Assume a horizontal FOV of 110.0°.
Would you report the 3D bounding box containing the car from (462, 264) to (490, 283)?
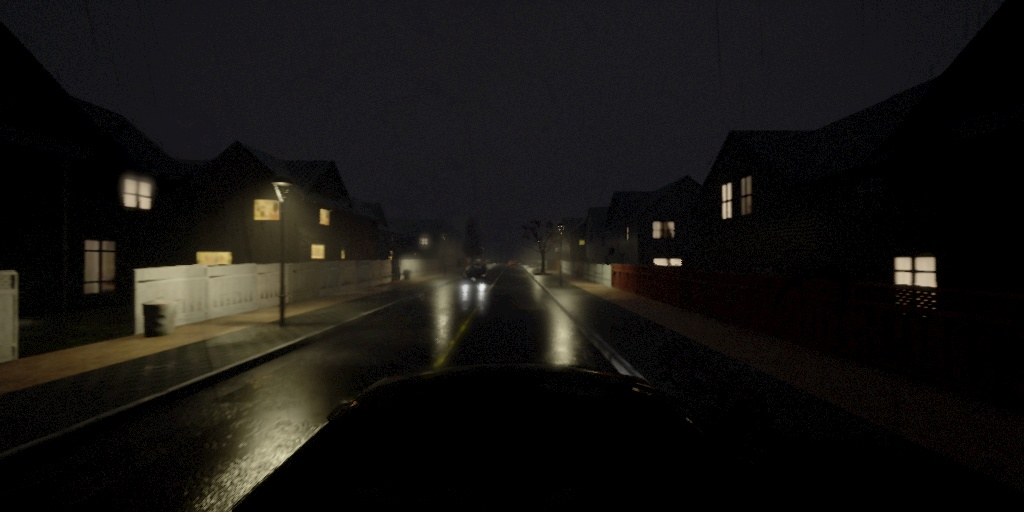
[{"bbox_3d":[-2.704,1.332,28.483,2.033,1.411,5.357,0,0,0],"label":"car"}]
